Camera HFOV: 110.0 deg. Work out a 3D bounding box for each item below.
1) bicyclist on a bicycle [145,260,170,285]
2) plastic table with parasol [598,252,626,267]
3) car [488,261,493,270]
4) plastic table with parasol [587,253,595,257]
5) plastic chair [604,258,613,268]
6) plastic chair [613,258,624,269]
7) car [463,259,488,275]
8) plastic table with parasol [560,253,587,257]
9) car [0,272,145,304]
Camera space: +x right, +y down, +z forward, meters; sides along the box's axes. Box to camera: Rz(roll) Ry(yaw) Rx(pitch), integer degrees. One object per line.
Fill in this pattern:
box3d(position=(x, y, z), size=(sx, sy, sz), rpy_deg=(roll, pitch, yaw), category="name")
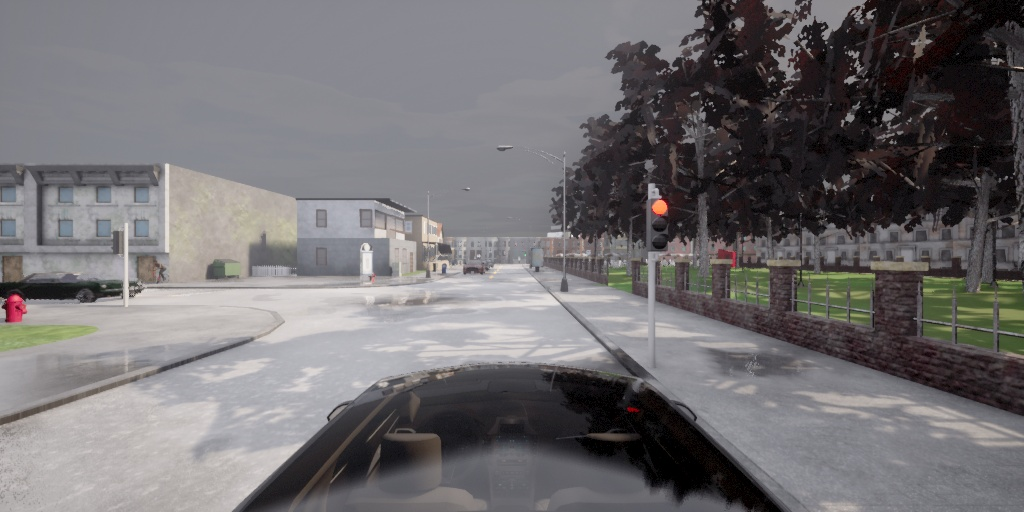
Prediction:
box3d(position=(-23.866, 1.098, 24.154), size=(0.582, 1.620, 1.656), rpy_deg=(0, 0, 0), category="bicyclist on a bicycle")
box3d(position=(15.279, 0.694, 55.030), size=(2.482, 2.480, 2.482), rpy_deg=(0, 0, -40), category="plastic table with parasol")
box3d(position=(-4.108, 1.298, 49.262), size=(2.033, 1.411, 5.357), rpy_deg=(0, 0, 0), category="car")
box3d(position=(14.655, 0.673, 63.244), size=(2.482, 2.480, 2.482), rpy_deg=(0, 0, -42), category="plastic table with parasol")
box3d(position=(14.306, 1.306, 54.128), size=(0.730, 1.272, 0.750), rpy_deg=(0, 0, -35), category="plastic chair")
box3d(position=(16.012, 1.296, 54.032), size=(0.750, 1.272, 0.730), rpy_deg=(0, 0, -40), category="plastic chair")
box3d(position=(-4.108, 1.102, 39.537), size=(2.097, 1.767, 4.553), rpy_deg=(0, 0, 0), category="car")
box3d(position=(9.959, 0.684, 57.767), size=(2.482, 2.480, 2.482), rpy_deg=(0, 0, -40), category="plastic table with parasol")
box3d(position=(-19.243, 1.351, 15.755), size=(4.718, 1.301, 1.895), rpy_deg=(0, 0, 0), category="car")
